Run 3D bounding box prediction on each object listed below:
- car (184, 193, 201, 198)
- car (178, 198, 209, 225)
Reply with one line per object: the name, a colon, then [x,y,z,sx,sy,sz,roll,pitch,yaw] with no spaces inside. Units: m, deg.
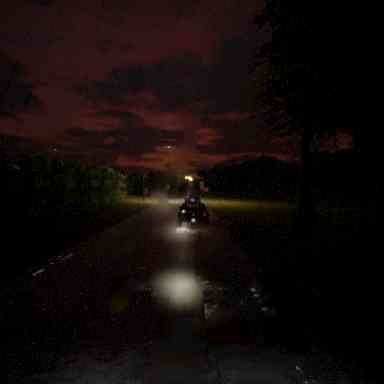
car: [0.070,0.855,37.940,2.033,1.411,5.357,0,2,0]
car: [0.083,1.317,21.630,1.895,1.301,4.718,0,1,0]
